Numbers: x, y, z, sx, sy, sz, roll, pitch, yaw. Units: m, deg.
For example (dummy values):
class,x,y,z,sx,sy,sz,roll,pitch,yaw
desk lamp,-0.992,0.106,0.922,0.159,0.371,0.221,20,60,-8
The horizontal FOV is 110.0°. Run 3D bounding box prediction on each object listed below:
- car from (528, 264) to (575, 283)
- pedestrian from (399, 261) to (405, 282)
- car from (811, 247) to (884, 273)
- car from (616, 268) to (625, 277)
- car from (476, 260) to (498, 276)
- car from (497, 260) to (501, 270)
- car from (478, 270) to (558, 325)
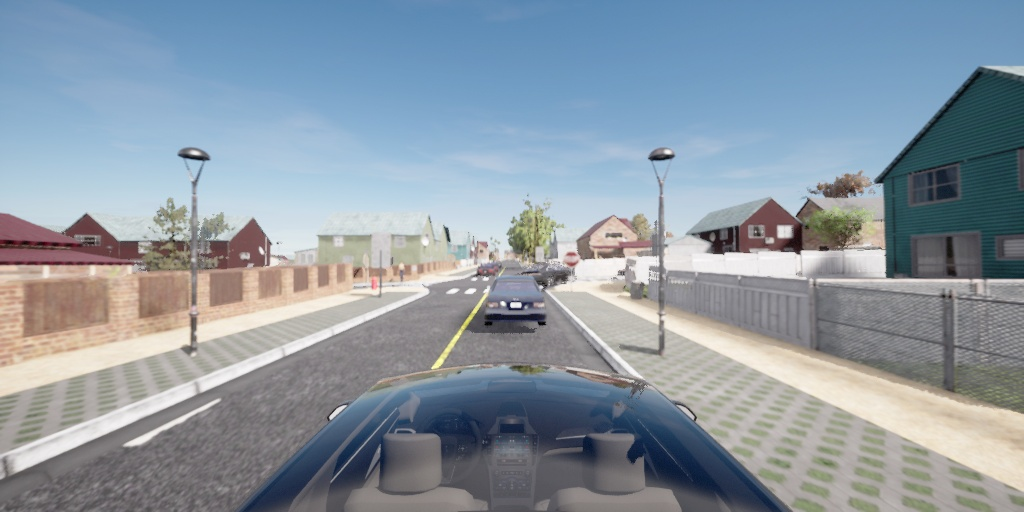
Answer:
class,x,y,z,sx,sy,sz,roll,pitch,yaw
car,2.483,1.276,24.080,2.128,1.511,4.902,-5,-1,36
pedestrian,-9.701,1.343,31.544,0.375,1.860,0.375,0,0,0
car,26.737,0.364,28.868,5.566,2.045,2.150,-2,-1,0
car,11.231,1.107,28.761,5.357,1.411,2.033,-2,-1,0
car,-2.843,1.481,39.442,1.994,1.385,4.181,0,0,-2
car,-2.856,1.523,49.448,1.994,1.385,4.181,0,0,0
car,0.098,1.345,11.922,2.033,1.411,5.357,0,0,0
